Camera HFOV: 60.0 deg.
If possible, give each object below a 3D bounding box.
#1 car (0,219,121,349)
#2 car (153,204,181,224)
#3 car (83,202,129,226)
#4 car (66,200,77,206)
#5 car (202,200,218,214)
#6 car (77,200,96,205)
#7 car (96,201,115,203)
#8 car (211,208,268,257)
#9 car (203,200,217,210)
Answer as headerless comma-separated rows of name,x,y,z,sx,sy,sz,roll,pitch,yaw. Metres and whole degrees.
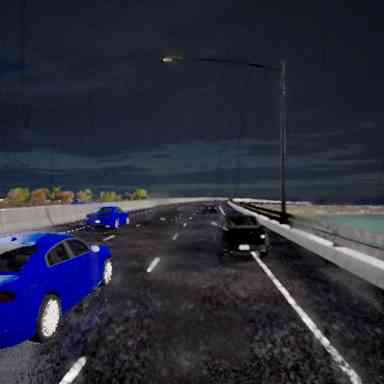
car,-3.066,1.559,6.618,1.882,1.535,5.008,0,-1,2
car,-2.074,1.796,27.619,1.837,1.490,4.892,0,0,3
car,-5.801,1.743,23.337,1.882,1.535,5.008,0,-1,3
car,-21.173,2.236,60.721,1.882,1.535,5.008,0,-1,5
car,2.234,1.966,41.919,2.033,1.411,5.357,0,-1,4
car,-17.816,2.266,58.870,2.033,1.411,5.357,0,-1,5
car,-14.370,2.239,58.200,2.033,1.411,5.357,0,-1,5
car,1.856,1.631,13.516,1.837,1.490,4.892,0,-1,3
car,2.822,2.022,52.327,2.128,1.511,4.902,0,-1,4
